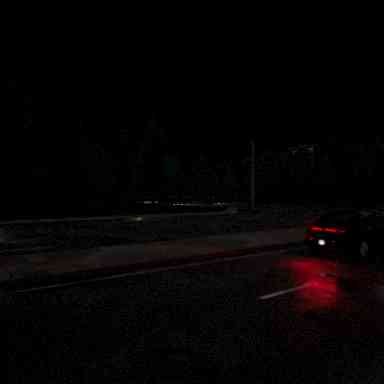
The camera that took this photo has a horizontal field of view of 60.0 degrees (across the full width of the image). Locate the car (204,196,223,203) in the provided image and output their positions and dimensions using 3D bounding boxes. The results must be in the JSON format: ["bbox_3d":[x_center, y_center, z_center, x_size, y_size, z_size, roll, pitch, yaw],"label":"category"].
[{"bbox_3d":[4.402,1.581,68.965,1.812,1.442,4.674,0,0,-35],"label":"car"}]

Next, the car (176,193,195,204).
[{"bbox_3d":[-1.636,1.268,65.350,2.150,2.045,5.566,0,0,-35],"label":"car"}]

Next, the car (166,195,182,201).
[{"bbox_3d":[-4.552,1.565,81.742,1.994,1.385,4.181,0,0,-35],"label":"car"}]

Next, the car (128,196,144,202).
[{"bbox_3d":[-13.412,1.579,76.088,1.895,1.301,4.718,0,0,-35],"label":"car"}]

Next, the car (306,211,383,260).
[{"bbox_3d":[6.372,1.516,12.639,4.892,1.490,1.837,2,-1,-35],"label":"car"}]

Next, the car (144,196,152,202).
[{"bbox_3d":[-10.563,1.583,78.122,1.895,1.301,4.718,0,0,-35],"label":"car"}]

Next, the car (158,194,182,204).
[{"bbox_3d":[-4.599,1.590,63.468,2.033,1.411,5.357,0,0,-34],"label":"car"}]
